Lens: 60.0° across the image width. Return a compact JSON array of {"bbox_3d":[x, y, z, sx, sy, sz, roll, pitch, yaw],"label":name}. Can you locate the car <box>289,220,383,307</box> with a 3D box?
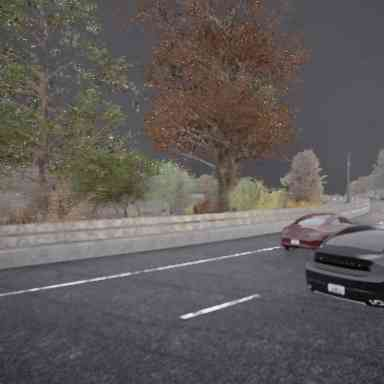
[{"bbox_3d":[4.478,1.509,7.591,4.892,1.490,1.837,0,0,-40],"label":"car"}]

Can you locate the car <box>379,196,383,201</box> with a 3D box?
[{"bbox_3d":[46.456,1.635,79.386,1.895,1.301,4.718,0,0,7],"label":"car"}]

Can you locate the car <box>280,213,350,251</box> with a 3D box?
[{"bbox_3d":[5.235,1.537,12.877,4.674,1.442,1.812,0,0,-42],"label":"car"}]
